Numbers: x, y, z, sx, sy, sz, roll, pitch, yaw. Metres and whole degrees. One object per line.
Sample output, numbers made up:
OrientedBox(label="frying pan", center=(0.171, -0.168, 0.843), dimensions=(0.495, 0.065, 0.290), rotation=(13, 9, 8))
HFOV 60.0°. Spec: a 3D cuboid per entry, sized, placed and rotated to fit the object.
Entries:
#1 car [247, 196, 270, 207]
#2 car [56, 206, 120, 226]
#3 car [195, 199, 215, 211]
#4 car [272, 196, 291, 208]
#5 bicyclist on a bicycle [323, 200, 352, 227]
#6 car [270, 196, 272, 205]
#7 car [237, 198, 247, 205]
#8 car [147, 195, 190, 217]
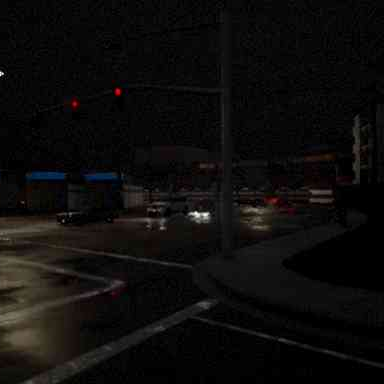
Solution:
OrientedBox(label="car", center=(10.689, 1.712, 53.558), dimensions=(2.033, 1.411, 5.357), rotation=(0, 0, 2))
OrientedBox(label="car", center=(-7.868, 1.759, 25.415), dimensions=(1.895, 1.301, 4.718), rotation=(-1, 0, 35))
OrientedBox(label="car", center=(1.709, 1.666, 42.919), dimensions=(2.128, 1.511, 4.902), rotation=(0, 0, 16))
OrientedBox(label="car", center=(14.000, 1.660, 51.359), dimensions=(1.812, 1.442, 4.674), rotation=(0, 0, 5))
OrientedBox(label="bicyclist on a bicycle", center=(8.833, 1.332, 20.204), dimensions=(1.656, 1.620, 0.582), rotation=(-1, -1, 36))
OrientedBox(label="car", center=(14.035, 1.524, 60.217), dimensions=(2.097, 1.767, 4.553), rotation=(0, 0, -8))
OrientedBox(label="car", center=(9.982, 1.773, 62.765), dimensions=(1.994, 1.385, 4.181), rotation=(0, 0, -12))
OrientedBox(label="car", center=(-2.264, 1.380, 33.654), dimensions=(2.150, 2.045, 5.566), rotation=(0, 0, 29))
